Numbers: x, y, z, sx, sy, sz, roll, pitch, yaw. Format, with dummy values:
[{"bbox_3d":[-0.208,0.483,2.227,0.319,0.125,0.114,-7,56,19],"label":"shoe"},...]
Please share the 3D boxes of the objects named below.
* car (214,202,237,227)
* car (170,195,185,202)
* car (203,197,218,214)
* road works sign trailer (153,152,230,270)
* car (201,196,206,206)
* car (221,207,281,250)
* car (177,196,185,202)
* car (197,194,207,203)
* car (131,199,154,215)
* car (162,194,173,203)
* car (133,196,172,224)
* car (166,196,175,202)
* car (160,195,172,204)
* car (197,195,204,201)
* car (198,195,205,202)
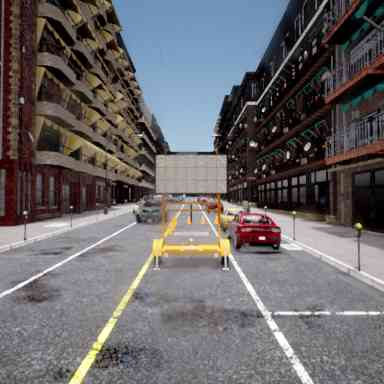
[{"bbox_3d":[2.546,1.551,20.068,1.752,1.417,4.829,1,0,0],"label":"car"},{"bbox_3d":[-2.900,1.711,66.322,2.033,1.411,5.357,0,0,0],"label":"car"},{"bbox_3d":[2.512,1.609,36.488,1.887,1.381,4.507,1,0,0],"label":"car"},{"bbox_3d":[-0.022,0.475,11.027,2.380,3.560,2.880,0,0,0],"label":"road works sign trailer"},{"bbox_3d":[2.500,1.629,42.020,2.008,1.369,4.403,1,0,0],"label":"car"},{"bbox_3d":[2.557,1.561,14.366,1.887,1.381,4.507,1,0,0],"label":"car"},{"bbox_3d":[-2.931,1.768,90.026,2.128,1.511,4.902,0,0,0],"label":"car"},{"bbox_3d":[2.392,1.544,80.736,2.192,1.841,5.009,1,0,0],"label":"car"},{"bbox_3d":[-5.368,1.589,36.365,1.752,1.417,4.829,2,0,0],"label":"car"},{"bbox_3d":[-5.442,1.518,75.248,2.192,1.841,5.009,1,0,0],"label":"car"},{"bbox_3d":[-2.900,1.388,25.136,2.097,1.767,4.553,0,0,0],"label":"car"},{"bbox_3d":[-5.471,1.822,86.310,1.947,1.339,4.313,1,0,0],"label":"car"},{"bbox_3d":[-5.431,1.494,69.719,2.192,1.841,5.009,1,0,0],"label":"car"},{"bbox_3d":[2.366,1.726,91.799,1.967,1.590,4.097,1,0,0],"label":"car"},{"bbox_3d":[2.467,1.678,58.612,1.887,1.381,4.507,1,0,0],"label":"car"}]
